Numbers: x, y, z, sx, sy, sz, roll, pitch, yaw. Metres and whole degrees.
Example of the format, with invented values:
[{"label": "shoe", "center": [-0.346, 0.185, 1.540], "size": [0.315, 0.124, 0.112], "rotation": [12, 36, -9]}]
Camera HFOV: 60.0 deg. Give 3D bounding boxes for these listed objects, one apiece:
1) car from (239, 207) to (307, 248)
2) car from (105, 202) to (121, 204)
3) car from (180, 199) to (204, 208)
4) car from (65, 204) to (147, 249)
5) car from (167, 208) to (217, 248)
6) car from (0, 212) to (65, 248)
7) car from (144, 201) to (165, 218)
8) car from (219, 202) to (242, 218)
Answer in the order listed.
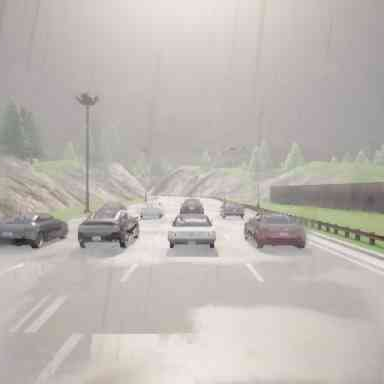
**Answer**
[{"label": "car", "center": [3.500, 1.573, 14.650], "size": [1.994, 1.385, 4.181], "rotation": [0, 0, 0]}, {"label": "car", "center": [-7.000, 1.573, 29.650], "size": [1.994, 1.385, 4.181], "rotation": [0, 0, 0]}, {"label": "car", "center": [0.000, 1.367, 29.620], "size": [2.097, 1.767, 4.553], "rotation": [0, 0, 0]}, {"label": "car", "center": [-3.500, 1.496, 14.650], "size": [2.128, 1.511, 4.902], "rotation": [0, 0, 0]}, {"label": "car", "center": [0.000, 1.617, 14.680], "size": [1.895, 1.301, 4.718], "rotation": [0, 0, 0]}, {"label": "car", "center": [-7.000, 1.573, 14.650], "size": [1.994, 1.385, 4.181], "rotation": [0, 0, 0]}, {"label": "car", "center": [-3.500, 1.534, 29.650], "size": [1.812, 1.442, 4.674], "rotation": [0, 0, 0]}, {"label": "car", "center": [3.500, 1.564, 29.650], "size": [2.033, 1.411, 5.357], "rotation": [0, 0, 0]}]
